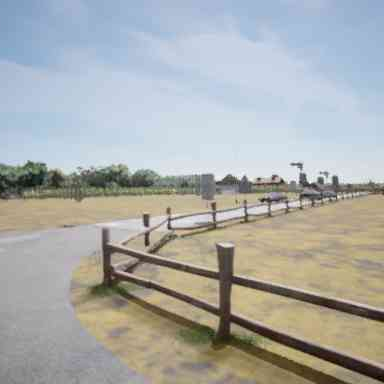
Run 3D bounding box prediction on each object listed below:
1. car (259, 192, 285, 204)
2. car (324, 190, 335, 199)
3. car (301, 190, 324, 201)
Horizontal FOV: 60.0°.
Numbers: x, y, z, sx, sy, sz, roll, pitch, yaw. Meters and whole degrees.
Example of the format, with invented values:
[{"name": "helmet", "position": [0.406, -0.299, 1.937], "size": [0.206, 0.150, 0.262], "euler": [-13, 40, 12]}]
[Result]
[{"name": "car", "position": [10.439, 0.726, 42.817], "size": [2.033, 1.411, 5.357], "euler": [-1, 1, 35]}, {"name": "car", "position": [22.389, 0.361, 55.201], "size": [1.994, 1.385, 4.181], "euler": [-1, 0, 35]}, {"name": "car", "position": [16.551, 0.476, 46.627], "size": [1.882, 1.535, 5.008], "euler": [-1, 1, 35]}]
